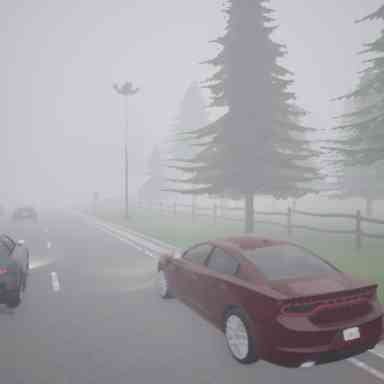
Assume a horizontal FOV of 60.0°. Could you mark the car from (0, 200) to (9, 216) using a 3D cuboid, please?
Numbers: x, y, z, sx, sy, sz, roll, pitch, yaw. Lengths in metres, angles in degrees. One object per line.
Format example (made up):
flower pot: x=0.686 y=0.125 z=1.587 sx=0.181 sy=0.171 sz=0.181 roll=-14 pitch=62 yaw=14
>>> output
car: x=-22.685 y=2.004 z=38.164 sx=2.128 sy=1.511 sz=4.902 roll=0 pitch=-1 yaw=-25

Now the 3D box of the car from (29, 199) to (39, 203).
car: x=-36.469 y=2.509 z=76.560 sx=1.812 sy=1.442 sz=4.674 roll=0 pitch=-1 yaw=-25

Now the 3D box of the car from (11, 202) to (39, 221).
car: x=-15.980 y=1.978 z=31.901 sx=1.994 sy=1.385 sz=4.181 roll=0 pitch=-1 yaw=-25

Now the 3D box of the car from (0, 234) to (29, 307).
car: x=-4.982 y=1.671 z=7.797 sx=1.994 sy=1.385 sz=4.181 roll=0 pitch=-1 yaw=-25

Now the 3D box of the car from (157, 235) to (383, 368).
car: x=0.847 y=1.542 z=6.167 sx=1.882 sy=1.535 sz=5.008 roll=0 pitch=-1 yaw=-25
